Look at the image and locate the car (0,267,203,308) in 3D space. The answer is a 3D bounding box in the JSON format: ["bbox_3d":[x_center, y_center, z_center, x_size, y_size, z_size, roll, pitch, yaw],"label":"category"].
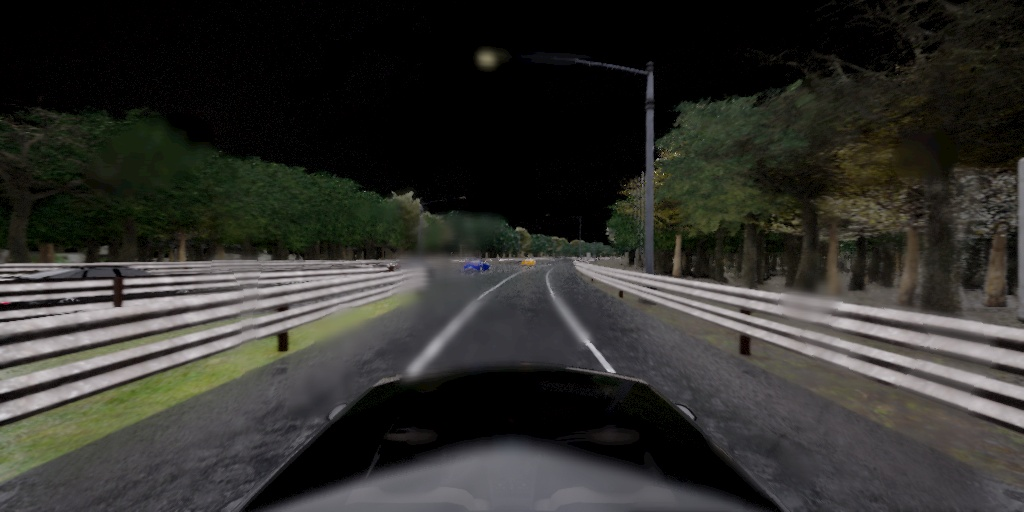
[{"bbox_3d":[-13.371,1.091,12.035,1.837,1.490,4.892,0,0,16],"label":"car"}]

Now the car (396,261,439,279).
[{"bbox_3d":[-7.984,1.146,30.857,2.128,1.511,4.902,0,0,16],"label":"car"}]

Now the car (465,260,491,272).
[{"bbox_3d":[-4.144,1.179,44.272,1.882,1.535,5.008,0,0,16],"label":"car"}]
